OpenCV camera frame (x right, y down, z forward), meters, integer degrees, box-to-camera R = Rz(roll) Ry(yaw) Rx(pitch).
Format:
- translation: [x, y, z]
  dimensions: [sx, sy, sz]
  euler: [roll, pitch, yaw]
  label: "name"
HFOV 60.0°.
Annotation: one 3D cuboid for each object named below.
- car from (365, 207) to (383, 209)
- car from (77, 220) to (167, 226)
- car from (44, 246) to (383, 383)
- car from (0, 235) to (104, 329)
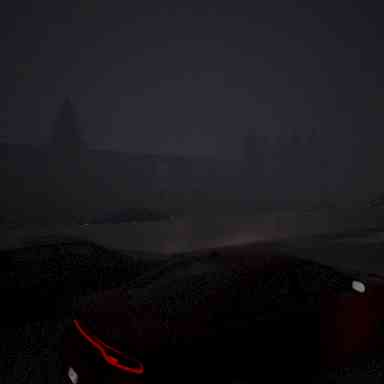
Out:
- translation: [17.781, 1.174, 29.854]
  dimensions: [5.566, 2.045, 2.150]
  euler: [0, 0, -37]
  label: "car"
- translation: [-3.617, 1.536, 18.603]
  dimensions: [5.357, 1.411, 2.033]
  euler: [0, 0, -35]
  label: "car"
- translation: [0.951, 1.473, 4.426]
  dimensions: [5.008, 1.535, 1.882]
  euler: [0, 0, -35]
  label: "car"
- translation: [-2.535, 1.546, 6.237]
  dimensions: [5.357, 1.411, 2.033]
  euler: [0, 0, -35]
  label: "car"
